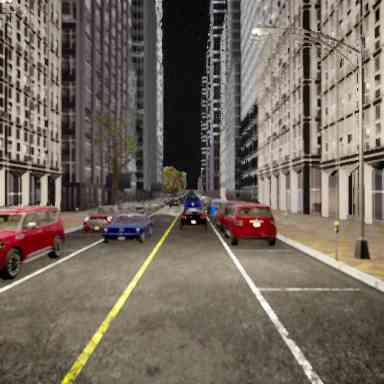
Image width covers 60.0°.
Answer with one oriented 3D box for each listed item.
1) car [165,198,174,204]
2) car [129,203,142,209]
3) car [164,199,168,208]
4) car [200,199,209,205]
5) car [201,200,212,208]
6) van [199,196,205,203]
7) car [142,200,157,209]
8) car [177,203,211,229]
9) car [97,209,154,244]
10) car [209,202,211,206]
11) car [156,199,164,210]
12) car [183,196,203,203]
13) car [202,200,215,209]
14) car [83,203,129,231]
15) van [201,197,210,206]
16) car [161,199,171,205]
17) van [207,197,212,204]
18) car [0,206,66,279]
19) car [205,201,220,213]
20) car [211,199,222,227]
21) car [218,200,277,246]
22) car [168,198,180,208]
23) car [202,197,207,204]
[{"bbox_3d":[-5.684,2.322,84.579,1.802,1.307,4.206,0,0,0],"label":"car"},{"bbox_3d":[-5.691,1.707,27.598,1.967,1.590,4.097,0,-1,0],"label":"car"},{"bbox_3d":[-5.688,1.959,56.091,1.967,1.590,4.097,0,0,0],"label":"car"},{"bbox_3d":[2.695,2.198,73.181,1.887,1.381,4.507,0,0,0],"label":"car"},{"bbox_3d":[2.694,2.146,61.785,1.802,1.307,4.206,0,0,0],"label":"car"},{"bbox_3d":[2.697,2.124,90.277,1.690,1.788,3.998,0,0,0],"label":"van"},{"bbox_3d":[-5.689,1.921,38.994,2.008,1.369,4.403,0,-1,0],"label":"car"},{"bbox_3d":[0.101,1.751,23.245,1.812,1.442,4.674,0,0,0],"label":"car"},{"bbox_3d":[-3.099,1.767,16.854,1.895,1.301,4.718,0,-1,0],"label":"car"},{"bbox_3d":[2.690,1.793,27.764,1.752,1.417,4.829,0,-1,0],"label":"car"},{"bbox_3d":[-5.688,1.994,50.220,1.752,1.417,4.829,0,0,0],"label":"car"},{"bbox_3d":[0.102,1.605,40.850,2.150,2.045,5.566,0,-1,0],"label":"car"},{"bbox_3d":[2.693,2.068,56.088,2.008,1.369,4.403,0,0,0],"label":"car"},{"bbox_3d":[-5.691,1.654,21.900,1.967,1.590,4.097,0,-1,0],"label":"car"},{"bbox_3d":[2.694,1.950,67.485,1.690,1.788,3.998,0,0,0],"label":"van"},{"bbox_3d":[-5.686,2.220,73.183,1.947,1.339,4.313,0,0,0],"label":"car"},{"bbox_3d":[2.690,1.659,33.294,1.690,1.788,3.998,0,-1,0],"label":"van"},{"bbox_3d":[-5.693,1.421,10.506,2.192,1.841,5.009,0,-1,0],"label":"car"},{"bbox_3d":[2.692,1.947,44.859,1.752,1.417,4.829,0,0,0],"label":"car"},{"bbox_3d":[2.689,1.528,21.898,2.192,1.841,5.009,0,-1,0],"label":"car"},{"bbox_3d":[2.688,1.474,16.200,2.192,1.841,5.009,0,-1,0],"label":"car"},{"bbox_3d":[-3.051,2.040,58.286,1.837,1.490,4.892,0,0,0],"label":"car"},{"bbox_3d":[2.691,1.685,38.993,2.192,1.841,5.009,0,-1,0],"label":"car"}]
